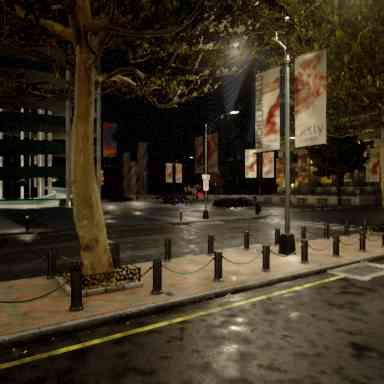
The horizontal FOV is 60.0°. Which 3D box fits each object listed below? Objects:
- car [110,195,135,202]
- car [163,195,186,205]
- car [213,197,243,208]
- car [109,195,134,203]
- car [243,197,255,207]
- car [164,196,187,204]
[{"bbox_3d":[-15.623,1.480,74.843,5.357,1.411,2.033,0,0,26],"label":"car"},{"bbox_3d":[-3.340,1.351,59.778,2.097,1.767,4.553,0,0,-38],"label":"car"},{"bbox_3d":[4.881,1.563,48.416,1.994,1.385,4.181,0,0,-35],"label":"car"},{"bbox_3d":[-15.288,1.471,70.771,5.008,1.535,1.882,0,0,30],"label":"car"},{"bbox_3d":[7.580,1.490,50.673,2.128,1.511,4.902,0,0,-35],"label":"car"},{"bbox_3d":[-3.224,1.505,65.408,1.837,1.490,4.892,0,-1,-41],"label":"car"}]
